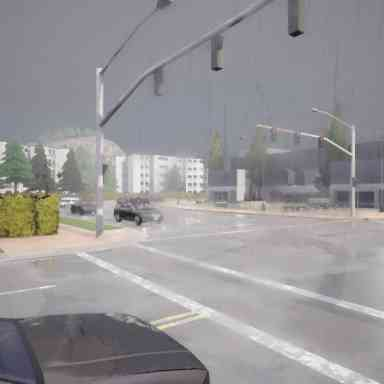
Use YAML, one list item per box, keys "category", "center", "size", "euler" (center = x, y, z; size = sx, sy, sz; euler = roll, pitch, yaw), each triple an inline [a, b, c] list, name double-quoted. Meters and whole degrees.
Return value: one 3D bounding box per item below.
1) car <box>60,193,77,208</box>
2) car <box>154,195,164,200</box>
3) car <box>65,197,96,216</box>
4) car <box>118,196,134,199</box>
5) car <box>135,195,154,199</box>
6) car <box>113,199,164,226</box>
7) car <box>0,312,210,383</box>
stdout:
- category: "car"
  center: [-17.787, 1.223, 48.347]
  size: [2.150, 2.045, 5.566]
  euler: [0, 0, -15]
- category: "car"
  center: [-7.556, 1.354, 70.921]
  size: [2.097, 1.767, 4.553]
  euler: [0, 0, 17]
- category: "car"
  center: [-10.505, 1.548, 32.698]
  size: [2.033, 1.411, 5.357]
  euler: [0, 0, -34]
- category: "car"
  center: [-12.079, 1.492, 58.840]
  size: [2.128, 1.511, 4.902]
  euler: [0, 0, -4]
- category: "car"
  center: [-8.650, 1.505, 61.156]
  size: [1.837, 1.490, 4.892]
  euler: [0, 0, -1]
- category: "car"
  center: [-3.903, 1.492, 23.810]
  size: [2.128, 1.511, 4.902]
  euler: [0, 0, -39]
- category: "car"
  center: [-2.380, 1.547, 2.067]
  size: [5.357, 1.411, 2.033]
  euler: [0, 0, -35]
